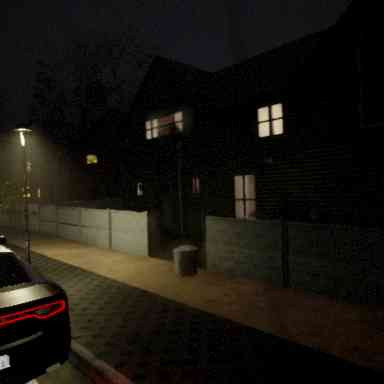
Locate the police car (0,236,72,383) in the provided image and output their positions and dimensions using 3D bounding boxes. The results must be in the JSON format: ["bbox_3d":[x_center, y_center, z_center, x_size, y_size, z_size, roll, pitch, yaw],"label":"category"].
[{"bbox_3d":[-3.640,1.431,4.967,1.930,1.638,5.238,-2,1,-44],"label":"police car"}]
